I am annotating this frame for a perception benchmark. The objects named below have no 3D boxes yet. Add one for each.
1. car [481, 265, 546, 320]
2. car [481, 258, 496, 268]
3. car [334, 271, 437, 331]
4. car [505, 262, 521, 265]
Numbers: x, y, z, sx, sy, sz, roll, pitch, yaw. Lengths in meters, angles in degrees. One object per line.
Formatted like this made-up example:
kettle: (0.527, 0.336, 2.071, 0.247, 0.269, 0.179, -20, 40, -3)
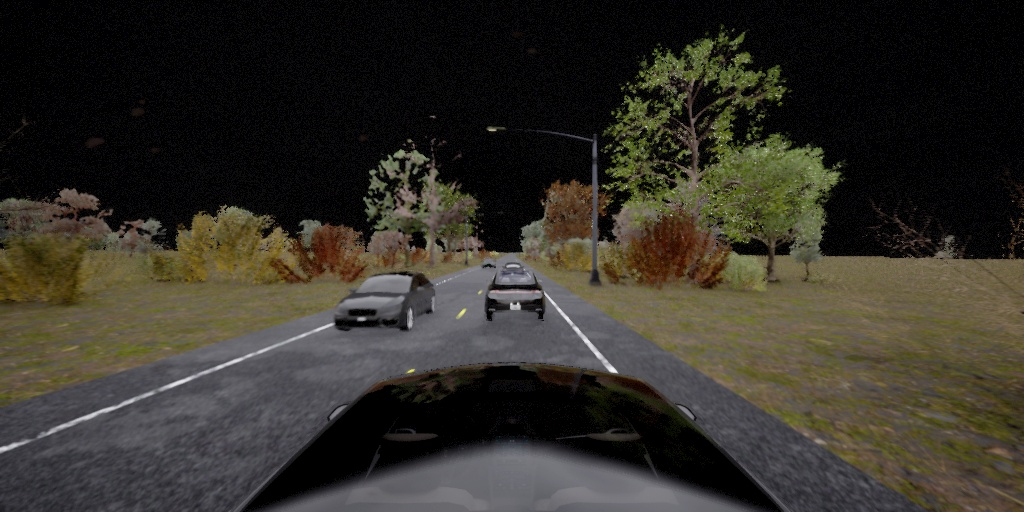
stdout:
car: (0.098, 1.239, 12.565, 2.128, 1.511, 4.902, 0, 0, 0)
car: (-3.500, 1.106, 54.813, 2.097, 1.767, 4.553, 0, 0, 0)
car: (-3.599, 1.253, 11.011, 1.837, 1.490, 4.892, 0, 0, 0)
car: (0.100, 1.256, 30.513, 1.812, 1.442, 4.674, 0, 0, 0)
